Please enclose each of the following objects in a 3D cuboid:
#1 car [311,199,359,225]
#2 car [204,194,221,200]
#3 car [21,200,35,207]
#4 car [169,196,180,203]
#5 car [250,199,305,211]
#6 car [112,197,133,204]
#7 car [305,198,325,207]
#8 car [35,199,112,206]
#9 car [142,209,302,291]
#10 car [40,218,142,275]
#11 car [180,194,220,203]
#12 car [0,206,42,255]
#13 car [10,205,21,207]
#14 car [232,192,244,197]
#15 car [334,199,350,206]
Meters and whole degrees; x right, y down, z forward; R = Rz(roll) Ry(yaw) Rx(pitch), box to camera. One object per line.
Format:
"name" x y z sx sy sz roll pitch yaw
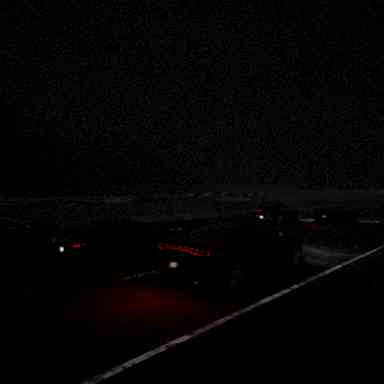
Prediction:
"car" 10.632 1.518 24.302 1.882 1.535 5.008 0 0 43
"car" 4.605 1.106 74.808 1.895 1.301 4.718 1 1 28
"car" -10.799 1.373 27.167 2.128 1.511 4.902 0 0 43
"car" -0.505 1.545 43.497 2.033 1.411 5.357 0 0 43
"car" 6.502 1.510 24.988 1.837 1.490 4.892 0 0 43
"car" -10.125 1.376 46.147 1.812 1.442 4.674 1 1 28
"car" 24.075 2.036 64.856 1.837 1.490 4.892 0 -1 43
"car" -8.584 1.422 24.407 1.812 1.442 4.674 0 0 43
"car" 1.266 1.451 9.126 1.882 1.535 5.008 0 0 43
"car" -2.149 1.518 10.439 1.994 1.385 4.181 0 0 43
"car" 1.253 1.355 40.229 2.097 1.767 4.553 0 0 43
"car" -6.591 1.427 10.784 2.128 1.511 4.902 0 0 43
"car" -13.622 1.410 29.273 2.033 1.411 5.357 0 0 43
"car" 12.212 0.694 88.342 2.128 1.511 4.902 1 2 30
"car" 34.141 2.382 75.777 1.882 1.535 5.008 0 -1 43
